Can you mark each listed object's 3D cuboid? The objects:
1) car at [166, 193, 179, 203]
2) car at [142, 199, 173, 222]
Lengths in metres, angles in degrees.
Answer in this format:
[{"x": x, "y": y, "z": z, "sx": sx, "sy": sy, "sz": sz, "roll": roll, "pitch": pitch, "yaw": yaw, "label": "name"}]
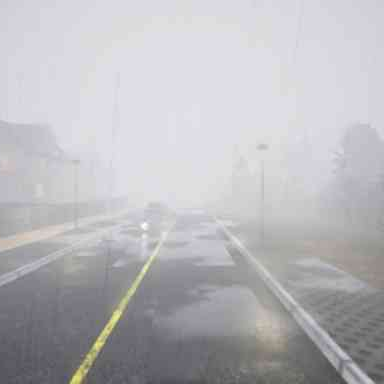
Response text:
[{"x": -4.063, "y": 1.249, "z": 68.567, "sx": 2.150, "sy": 2.045, "sz": 5.566, "roll": 0, "pitch": 0, "yaw": -10, "label": "car"}, {"x": -2.854, "y": 1.541, "z": 27.173, "sx": 1.837, "sy": 1.490, "sz": 4.892, "roll": 0, "pitch": 0, "yaw": 0, "label": "car"}]
